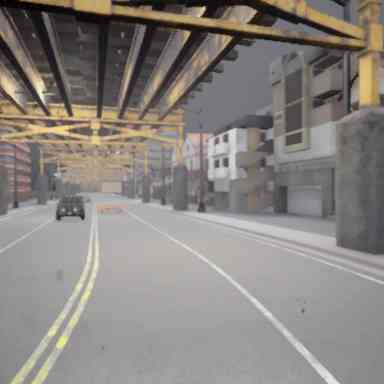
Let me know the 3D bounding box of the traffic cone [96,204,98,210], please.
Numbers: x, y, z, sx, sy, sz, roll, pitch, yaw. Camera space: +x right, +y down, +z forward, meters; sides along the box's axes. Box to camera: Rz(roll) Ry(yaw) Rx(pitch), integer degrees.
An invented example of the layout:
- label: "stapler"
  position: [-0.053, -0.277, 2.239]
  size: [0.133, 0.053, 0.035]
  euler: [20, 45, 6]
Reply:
- label: "traffic cone"
  position: [-12.407, 2.019, 43.630]
  size: [0.340, 0.580, 0.340]
  euler: [-1, 0, -16]

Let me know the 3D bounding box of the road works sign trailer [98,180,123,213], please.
- label: "road works sign trailer"
  position: [-9.047, 0.500, 37.331]
  size: [2.380, 3.560, 2.880]
  euler: [-1, 0, -16]

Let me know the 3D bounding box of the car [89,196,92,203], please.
- label: "car"
  position: [-21.540, 1.494, 67.951]
  size: [1.812, 1.442, 4.674]
  euler: [-1, 1, -16]

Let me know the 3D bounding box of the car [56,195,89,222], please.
- label: "car"
  position: [-10.132, 1.287, 28.122]
  size: [2.150, 2.045, 5.566]
  euler: [-1, 0, -16]
